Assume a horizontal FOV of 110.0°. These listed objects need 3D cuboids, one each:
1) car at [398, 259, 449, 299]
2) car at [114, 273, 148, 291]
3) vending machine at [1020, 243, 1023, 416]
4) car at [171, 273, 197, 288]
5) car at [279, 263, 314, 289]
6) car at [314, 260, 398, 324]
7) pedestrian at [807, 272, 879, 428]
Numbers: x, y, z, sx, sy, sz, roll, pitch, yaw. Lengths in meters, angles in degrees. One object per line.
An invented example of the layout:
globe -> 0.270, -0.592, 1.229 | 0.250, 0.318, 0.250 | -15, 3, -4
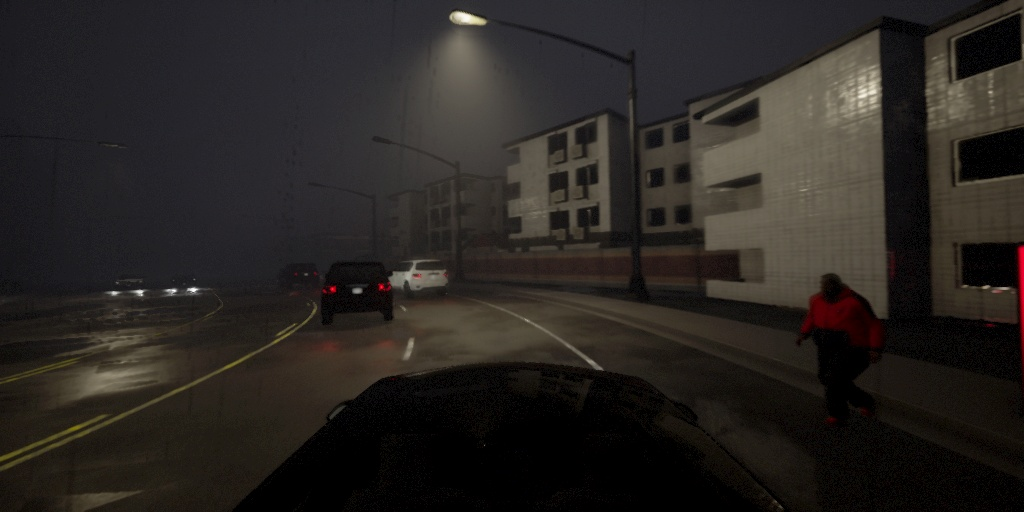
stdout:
car -> -5.655, 1.257, 20.955 | 2.150, 2.045, 5.566 | -1, -1, -35
car -> -34.380, 2.303, 32.411 | 1.812, 1.442, 4.674 | -1, -1, -42
vending machine -> 5.978, 0.827, 3.386 | 1.100, 2.100, 0.880 | 0, 0, -3
car -> -32.135, 2.351, 35.146 | 1.895, 1.301, 4.718 | -1, -1, -43
car -> -17.897, 1.611, 30.062 | 2.150, 2.045, 5.566 | -1, -1, -42
car -> -5.686, 1.198, 13.423 | 2.150, 2.045, 5.566 | -1, -1, -21
pedestrian -> 3.740, 0.980, 4.077 | 0.375, 1.860, 0.375 | -1, 0, -4
